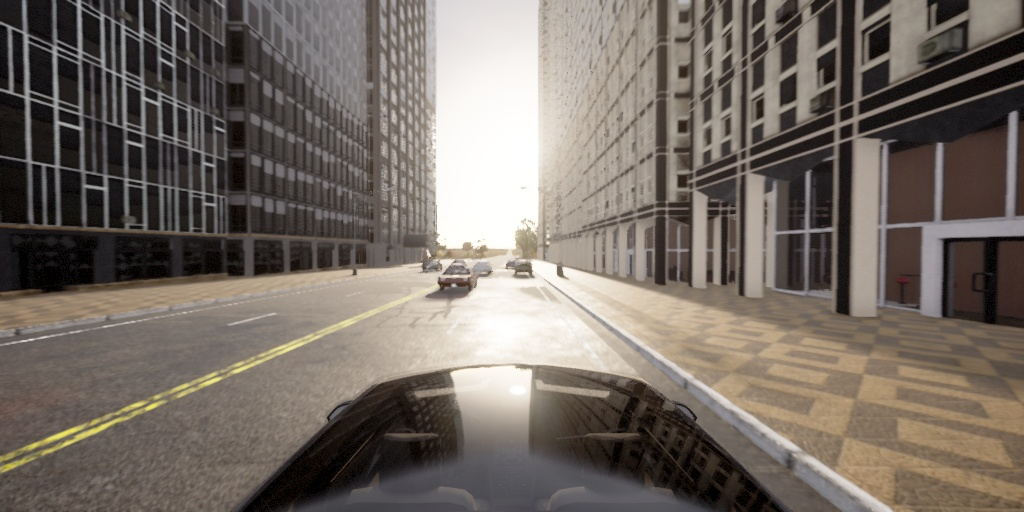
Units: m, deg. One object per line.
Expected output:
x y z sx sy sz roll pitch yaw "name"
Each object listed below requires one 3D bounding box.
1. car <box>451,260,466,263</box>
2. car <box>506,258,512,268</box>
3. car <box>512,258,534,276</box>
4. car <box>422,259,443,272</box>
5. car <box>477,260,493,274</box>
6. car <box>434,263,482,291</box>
-6.569 1.181 44.514 1.812 1.442 4.674 0 0 0 "car"
0.008 1.154 55.369 1.812 1.442 4.674 0 0 0 "car"
1.139 1.181 36.640 1.837 1.490 4.892 0 0 0 "car"
-9.817 1.145 44.456 2.128 1.511 4.902 0 0 0 "car"
-3.146 1.194 39.429 1.812 1.442 4.674 0 0 0 "car"
-3.150 1.311 21.711 1.895 1.301 4.718 0 0 0 "car"
